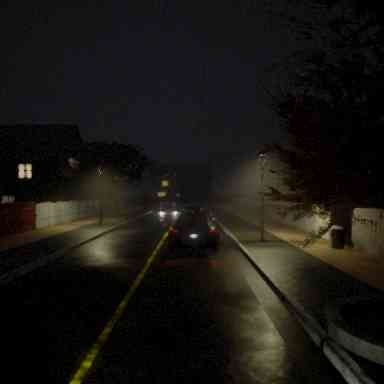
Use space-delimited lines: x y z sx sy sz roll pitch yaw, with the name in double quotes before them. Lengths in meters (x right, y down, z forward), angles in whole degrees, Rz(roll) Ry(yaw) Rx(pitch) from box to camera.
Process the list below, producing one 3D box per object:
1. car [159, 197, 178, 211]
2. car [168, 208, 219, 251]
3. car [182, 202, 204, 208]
"car" -2.814 1.427 40.790 2.097 1.767 4.553 0 0 0
"car" 0.072 1.573 14.075 1.994 1.385 4.181 0 0 0
"car" 0.074 1.565 29.187 1.812 1.442 4.674 0 0 0
